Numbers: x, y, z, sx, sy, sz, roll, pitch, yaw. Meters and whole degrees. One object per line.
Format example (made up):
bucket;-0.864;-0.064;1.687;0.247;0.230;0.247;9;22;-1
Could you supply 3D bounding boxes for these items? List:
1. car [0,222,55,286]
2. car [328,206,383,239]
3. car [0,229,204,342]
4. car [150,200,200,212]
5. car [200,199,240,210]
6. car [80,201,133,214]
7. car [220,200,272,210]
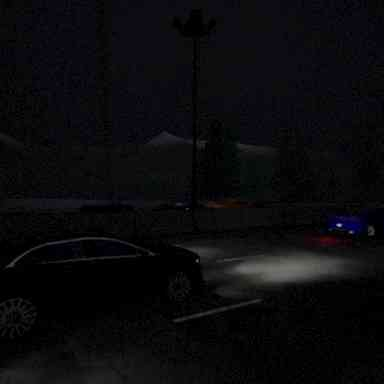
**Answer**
car;-5.994;1.577;7.986;4.718;1.301;1.895;0;0;-35
car;9.356;1.468;17.386;5.008;1.535;1.882;0;0;-28
car;-2.002;1.477;6.472;4.902;1.511;2.128;0;0;-35
car;-1.273;1.496;31.785;5.357;1.411;2.033;0;0;-29
car;3.636;1.438;30.408;5.008;1.535;1.882;0;0;-27
car;-8.182;1.537;31.830;4.718;1.301;1.895;0;0;-31
car;4.985;1.568;27.194;4.718;1.301;1.895;0;0;-28
